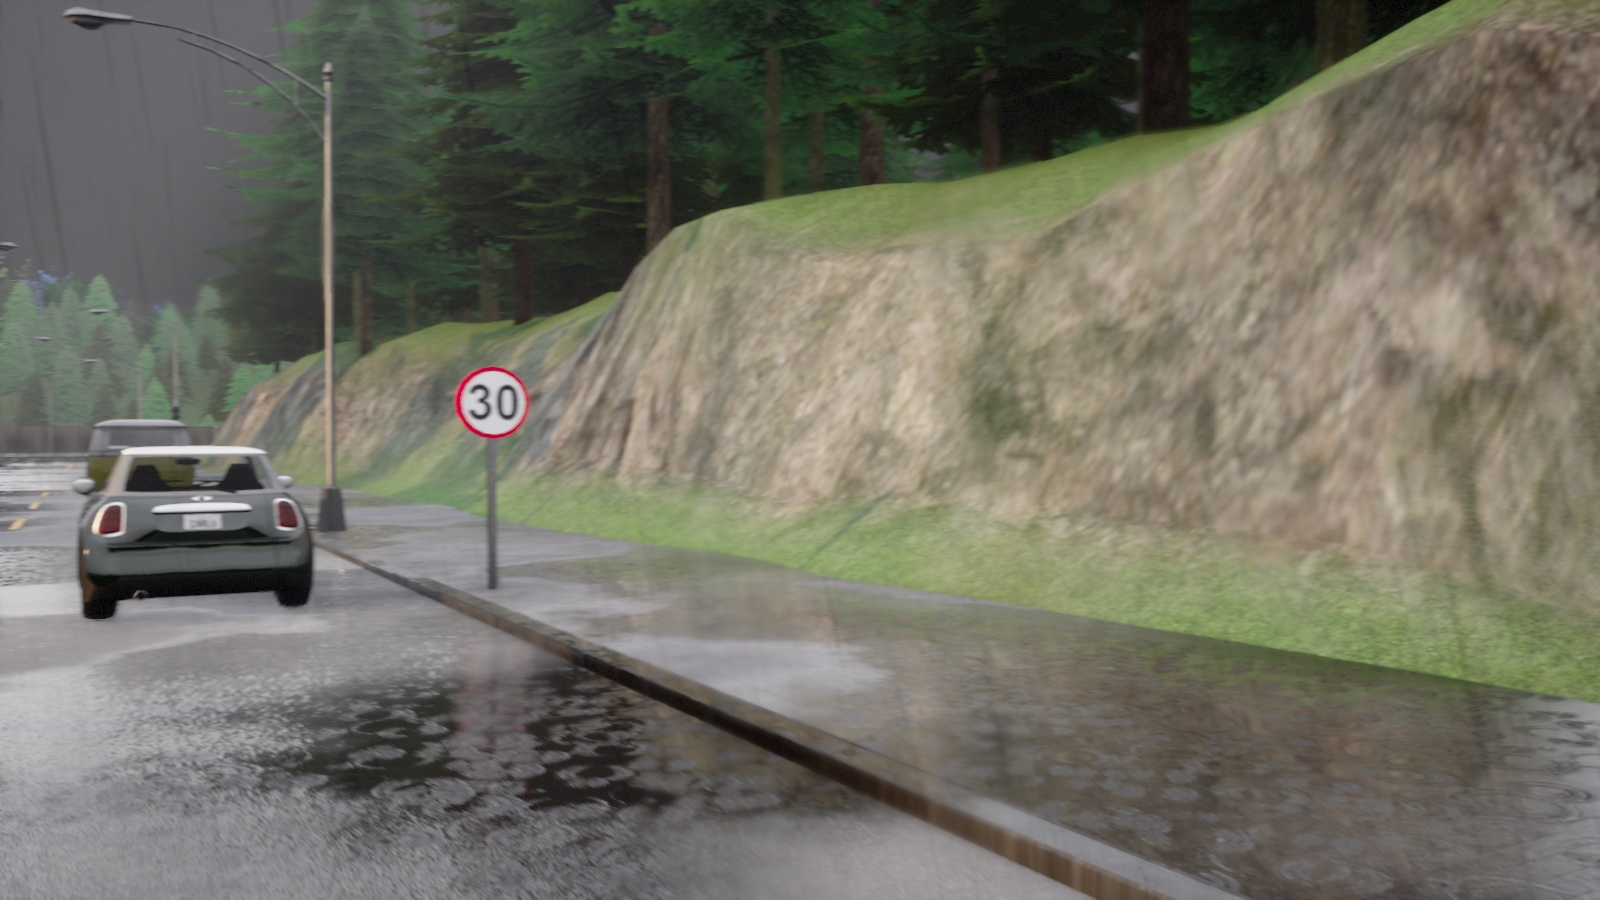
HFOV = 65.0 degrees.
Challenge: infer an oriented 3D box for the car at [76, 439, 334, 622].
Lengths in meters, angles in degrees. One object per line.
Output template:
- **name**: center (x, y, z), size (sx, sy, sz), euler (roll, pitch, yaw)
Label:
- **car**: center (-5.917, 0.640, 12.307), size (1.970, 1.475, 3.806), euler (0, 0, -29)

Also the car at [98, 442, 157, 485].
- **car**: center (-25.536, 0.454, 47.608), size (1.882, 1.535, 5.008), euler (0, 0, -29)

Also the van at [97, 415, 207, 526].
- **van**: center (-12.895, 0.357, 24.864), size (1.775, 1.987, 4.442), euler (0, 0, -29)
